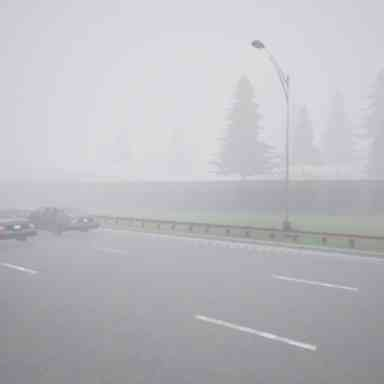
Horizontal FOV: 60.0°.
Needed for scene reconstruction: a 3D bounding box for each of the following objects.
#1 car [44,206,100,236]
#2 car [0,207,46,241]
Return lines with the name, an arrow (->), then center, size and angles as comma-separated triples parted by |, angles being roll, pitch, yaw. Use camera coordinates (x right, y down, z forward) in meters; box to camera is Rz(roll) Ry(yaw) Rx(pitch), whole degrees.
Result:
car -> -7.253, 1.431, 17.735 | 5.357, 1.411, 2.033 | 1, 0, 35
car -> -8.985, 1.434, 14.673 | 5.357, 1.411, 2.033 | 1, 0, 35
